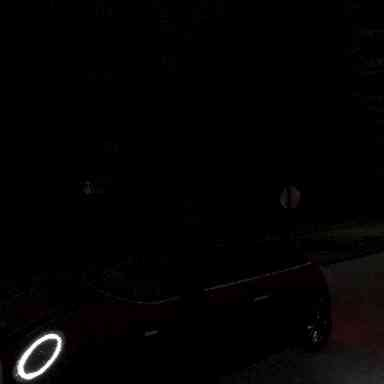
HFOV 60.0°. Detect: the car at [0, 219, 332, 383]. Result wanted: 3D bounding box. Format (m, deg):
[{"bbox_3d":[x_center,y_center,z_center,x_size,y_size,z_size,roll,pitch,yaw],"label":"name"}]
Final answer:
[{"bbox_3d":[-0.189,1.333,4.471,4.553,1.767,2.097,-1,0,-36],"label":"car"}]
